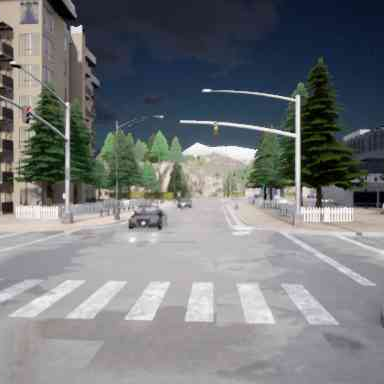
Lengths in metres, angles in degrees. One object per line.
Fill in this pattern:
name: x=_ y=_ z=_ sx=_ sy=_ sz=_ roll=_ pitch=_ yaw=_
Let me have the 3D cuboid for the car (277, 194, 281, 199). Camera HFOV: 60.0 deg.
car: x=22.832 y=1.398 z=89.932 sx=1.970 sy=1.475 sz=3.806 roll=0 pitch=0 yaw=5

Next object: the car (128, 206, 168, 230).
car: x=-2.709 y=1.601 z=21.109 sx=1.994 sy=1.385 sz=4.181 roll=0 pitch=0 yaw=3

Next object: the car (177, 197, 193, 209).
car: x=-0.949 y=1.476 z=45.856 sx=2.128 sy=1.511 sz=4.902 roll=0 pitch=0 yaw=4

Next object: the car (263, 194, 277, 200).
car: x=19.248 y=1.389 z=82.783 sx=1.845 sy=1.501 sz=3.633 roll=0 pitch=0 yaw=5
